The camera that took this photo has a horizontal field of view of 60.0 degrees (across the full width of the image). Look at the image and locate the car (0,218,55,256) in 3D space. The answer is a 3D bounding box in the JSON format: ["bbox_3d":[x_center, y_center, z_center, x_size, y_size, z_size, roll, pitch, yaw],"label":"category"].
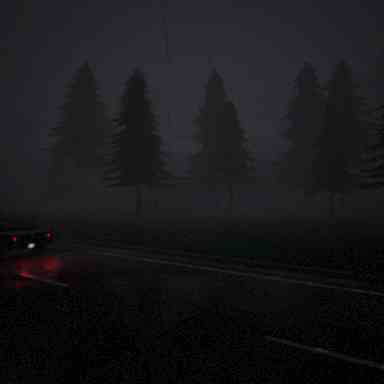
[{"bbox_3d":[-7.824,1.738,13.739,4.718,1.301,1.895,-1,0,35],"label":"car"}]
